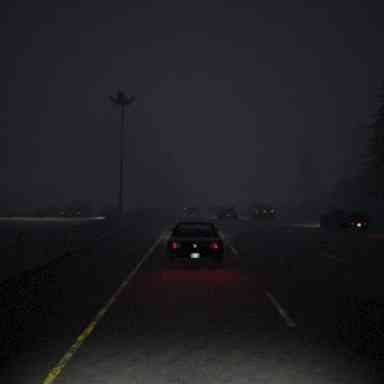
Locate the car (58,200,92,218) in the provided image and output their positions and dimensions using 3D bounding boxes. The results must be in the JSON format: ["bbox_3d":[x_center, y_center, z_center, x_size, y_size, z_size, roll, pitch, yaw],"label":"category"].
[{"bbox_3d":[-14.025,2.047,40.960,2.150,2.045,5.566,0,-2,0],"label":"car"}]

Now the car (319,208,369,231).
[{"bbox_3d":[10.638,1.908,23.582,1.837,1.490,4.892,0,-2,0],"label":"car"}]

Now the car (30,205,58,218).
[{"bbox_3d":[-17.522,2.302,40.978,1.882,1.535,5.008,0,-2,0],"label":"car"}]

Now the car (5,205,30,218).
[{"bbox_3d":[-21.021,2.349,41.005,1.812,1.442,4.674,0,-2,0],"label":"car"}]

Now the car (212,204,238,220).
[{"bbox_3d":[3.658,2.170,35.215,2.128,1.511,4.902,0,-2,0],"label":"car"}]

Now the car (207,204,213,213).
[{"bbox_3d":[3.700,2.879,58.586,1.882,1.535,5.008,0,-2,0],"label":"car"}]

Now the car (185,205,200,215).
[{"bbox_3d":[0.177,2.489,45.380,1.812,1.442,4.674,0,-2,0],"label":"car"}]

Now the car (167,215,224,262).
[{"bbox_3d":[0.111,1.794,12.946,1.895,1.301,4.718,0,-1,0],"label":"car"}]

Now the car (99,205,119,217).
[{"bbox_3d":[-10.514,2.444,43.306,2.033,1.411,5.357,0,-2,0],"label":"car"}]

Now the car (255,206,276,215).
[{"bbox_3d":[10.682,2.673,48.673,1.895,1.301,4.718,0,-2,0],"label":"car"}]

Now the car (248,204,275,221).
[{"bbox_3d":[7.158,2.025,34.875,2.097,1.767,4.553,0,-1,0],"label":"car"}]
